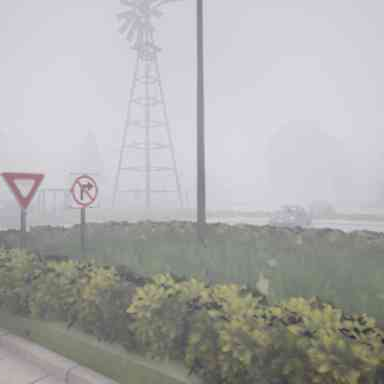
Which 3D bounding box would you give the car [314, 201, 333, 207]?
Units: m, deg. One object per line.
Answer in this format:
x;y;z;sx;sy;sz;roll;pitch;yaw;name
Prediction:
12.985;1.585;33.285;1.816;1.474;4.193;-1;0;35;car

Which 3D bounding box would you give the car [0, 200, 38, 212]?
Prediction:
-18.785;1.688;36.134;2.097;1.767;4.553;-1;-1;36;car

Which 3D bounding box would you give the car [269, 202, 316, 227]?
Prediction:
6.570;1.588;22.069;1.784;1.438;3.905;-1;0;35;car
